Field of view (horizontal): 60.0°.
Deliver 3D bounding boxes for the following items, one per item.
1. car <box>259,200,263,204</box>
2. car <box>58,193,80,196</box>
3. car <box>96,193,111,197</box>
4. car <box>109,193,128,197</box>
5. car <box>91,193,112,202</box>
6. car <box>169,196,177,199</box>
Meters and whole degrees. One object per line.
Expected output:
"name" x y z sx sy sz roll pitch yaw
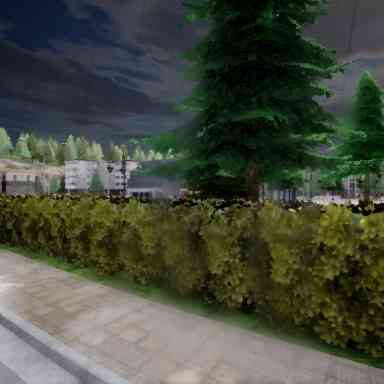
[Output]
"car" 9.648 1.352 44.189 2.097 1.767 4.553 0 0 43
"car" -28.396 1.154 79.405 2.152 1.636 5.027 0 0 43
"car" -16.710 1.097 68.913 1.932 1.855 4.605 0 0 43
"car" -10.572 1.384 52.698 1.970 1.475 3.806 0 0 43
"car" -19.104 1.077 70.610 1.905 1.878 3.866 0 0 43
"car" -3.307 1.374 56.039 1.845 1.501 3.633 0 0 43
